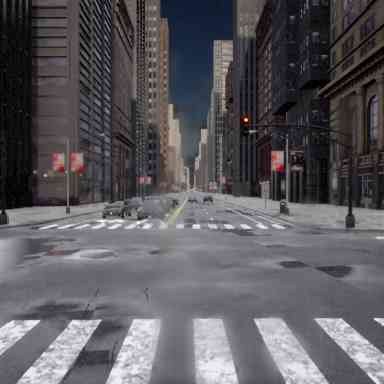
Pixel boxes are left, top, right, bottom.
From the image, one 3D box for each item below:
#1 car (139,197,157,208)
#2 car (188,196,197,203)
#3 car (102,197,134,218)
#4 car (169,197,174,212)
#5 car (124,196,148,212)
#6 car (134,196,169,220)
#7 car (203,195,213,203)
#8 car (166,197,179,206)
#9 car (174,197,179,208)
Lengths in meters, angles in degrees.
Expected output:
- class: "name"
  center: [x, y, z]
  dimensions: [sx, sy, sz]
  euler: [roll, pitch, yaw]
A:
- class: "car"
  center: [-6.590, 1.514, 50.041]
  dimensions: [2.033, 1.411, 5.357]
  euler: [0, 0, 0]
- class: "car"
  center: [0.098, 1.474, 69.828]
  dimensions: [2.033, 1.411, 5.357]
  euler: [0, 0, 0]
- class: "car"
  center: [-6.601, 1.490, 29.590]
  dimensions: [1.837, 1.490, 4.892]
  euler: [0, 0, 0]
- class: "car"
  center: [-3.352, 1.505, 36.473]
  dimensions: [1.812, 1.442, 4.674]
  euler: [0, 0, 0]
- class: "car"
  center: [-6.598, 1.329, 39.744]
  dimensions: [2.097, 1.767, 4.553]
  euler: [0, 0, 0]
- class: "car"
  center: [-3.291, 1.339, 27.689]
  dimensions: [2.097, 1.767, 4.553]
  euler: [0, 0, -2]
- class: "car"
  center: [3.348, 1.431, 69.917]
  dimensions: [1.837, 1.490, 4.892]
  euler: [0, 0, 0]
- class: "car"
  center: [-3.315, 1.557, 56.513]
  dimensions: [1.895, 1.301, 4.718]
  euler: [0, 0, 0]
- class: "car"
  center: [-3.340, 1.534, 46.496]
  dimensions: [1.994, 1.385, 4.181]
  euler: [0, 0, 0]
